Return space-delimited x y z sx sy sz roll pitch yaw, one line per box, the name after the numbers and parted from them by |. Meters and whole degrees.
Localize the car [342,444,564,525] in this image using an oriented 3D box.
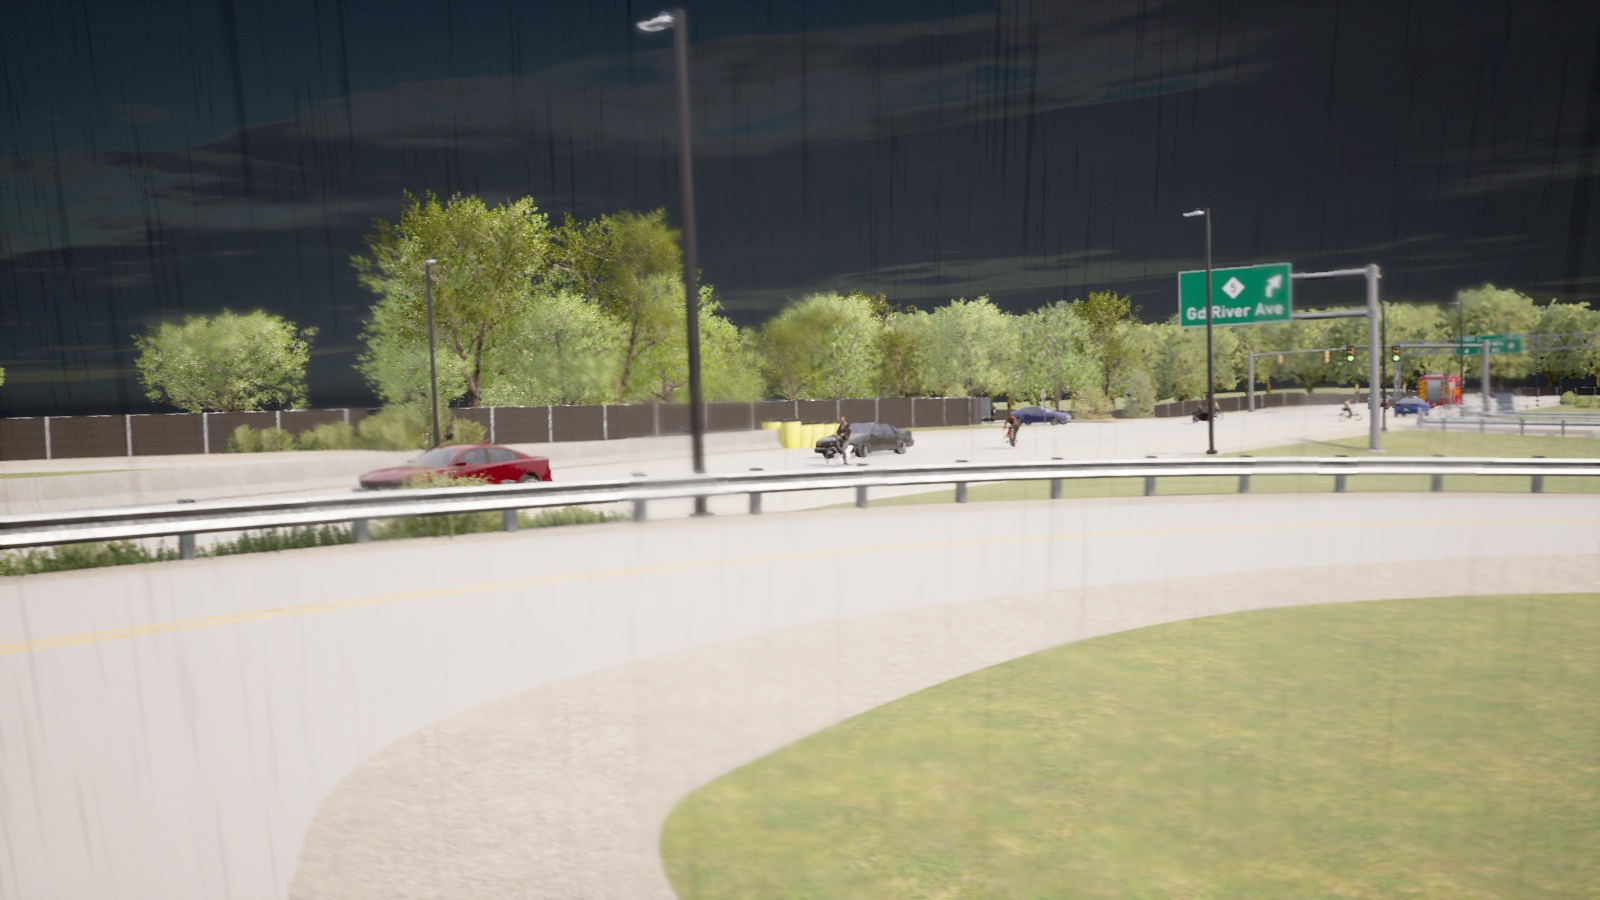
-8.209 0.764 30.191 1.882 1.535 5.008 -1 3 35 | car

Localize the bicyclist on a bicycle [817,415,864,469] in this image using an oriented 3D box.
1.425 -0.295 43.760 0.659 1.776 1.843 -1 3 35 | bicyclist on a bicycle

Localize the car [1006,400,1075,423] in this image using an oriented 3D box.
17.819 -2.851 93.055 4.674 1.442 1.812 -1 3 35 | car

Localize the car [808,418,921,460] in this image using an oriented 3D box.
2.746 -0.487 51.661 2.033 1.411 5.357 -1 3 35 | car

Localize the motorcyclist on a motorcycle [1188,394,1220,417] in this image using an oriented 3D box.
28.169 -3.080 87.596 0.797 1.523 2.044 -6 4 -27 | motorcyclist on a motorcycle

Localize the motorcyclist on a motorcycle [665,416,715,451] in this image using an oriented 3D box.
-5.438 -0.824 62.225 2.350 1.649 0.766 -4 3 -33 | motorcyclist on a motorcycle
